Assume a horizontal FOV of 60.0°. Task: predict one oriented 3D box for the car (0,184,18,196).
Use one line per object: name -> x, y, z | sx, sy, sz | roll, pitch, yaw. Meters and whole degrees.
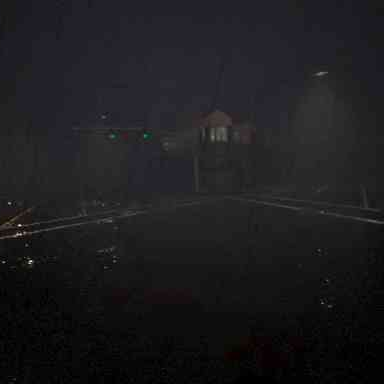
car -> -22.901, -0.227, 41.058 | 1.994, 1.385, 4.181 | -4, 5, -18
